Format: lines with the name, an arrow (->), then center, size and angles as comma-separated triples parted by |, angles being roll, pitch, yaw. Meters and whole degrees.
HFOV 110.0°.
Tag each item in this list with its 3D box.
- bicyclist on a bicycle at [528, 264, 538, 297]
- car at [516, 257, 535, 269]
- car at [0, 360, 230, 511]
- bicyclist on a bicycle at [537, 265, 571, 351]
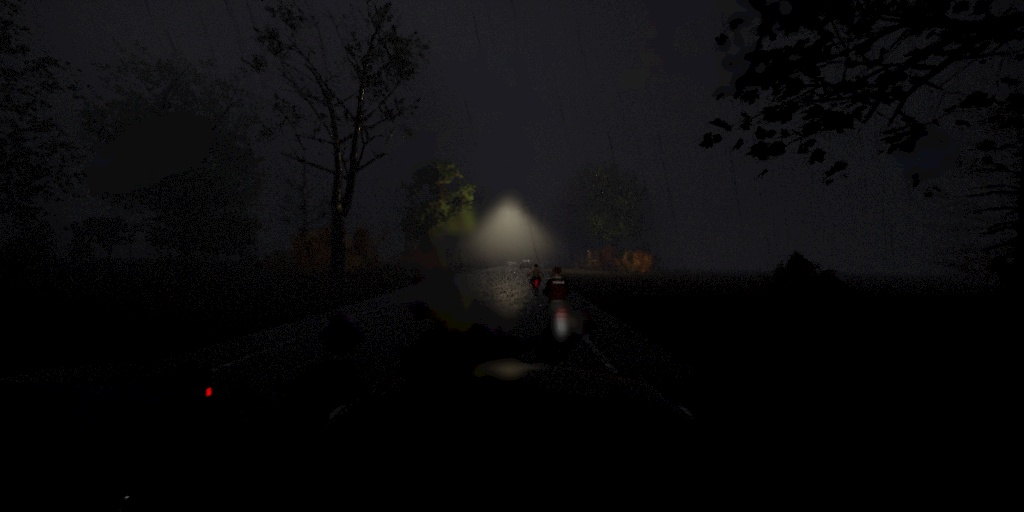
bicyclist on a bicycle -> 1.207, 1.184, 18.001 | 0.866, 1.612, 1.509 | 0, 0, 1
car -> 2.335, 1.340, 59.008 | 2.128, 1.511, 4.902 | 0, 0, 4
car -> -3.594, 1.297, 0.969 | 2.033, 1.411, 5.357 | 0, 0, 0
bicyclist on a bicycle -> 1.019, 1.119, 8.144 | 0.659, 1.776, 1.843 | 0, 0, 1
